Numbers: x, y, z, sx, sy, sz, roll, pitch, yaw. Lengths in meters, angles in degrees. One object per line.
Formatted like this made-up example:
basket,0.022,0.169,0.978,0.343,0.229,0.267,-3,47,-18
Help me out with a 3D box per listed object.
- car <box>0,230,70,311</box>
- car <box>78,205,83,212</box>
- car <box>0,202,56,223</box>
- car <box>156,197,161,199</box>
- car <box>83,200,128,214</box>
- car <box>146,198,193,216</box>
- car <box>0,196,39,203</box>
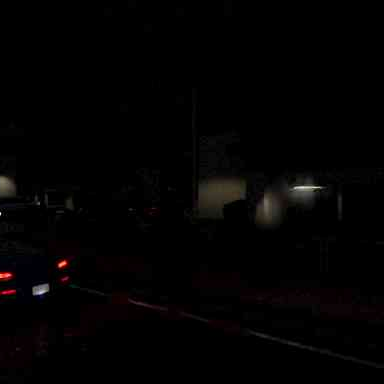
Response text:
car,-4.547,1.567,7.224,4.674,1.442,1.812,0,0,35
car,-10.664,1.653,37.858,2.128,1.511,4.902,0,0,36
car,-13.823,1.744,27.405,1.895,1.301,4.718,0,0,35
car,-4.291,1.514,46.782,2.097,1.767,4.553,0,0,36
car,-8.715,1.707,34.567,1.994,1.385,4.181,0,0,35
car,-2.228,1.610,31.312,1.837,1.490,4.892,0,0,36
car,-16.448,1.383,29.787,2.150,2.045,5.566,0,0,36
